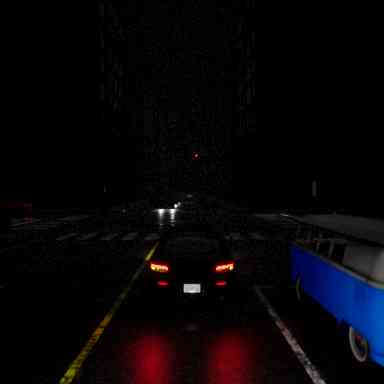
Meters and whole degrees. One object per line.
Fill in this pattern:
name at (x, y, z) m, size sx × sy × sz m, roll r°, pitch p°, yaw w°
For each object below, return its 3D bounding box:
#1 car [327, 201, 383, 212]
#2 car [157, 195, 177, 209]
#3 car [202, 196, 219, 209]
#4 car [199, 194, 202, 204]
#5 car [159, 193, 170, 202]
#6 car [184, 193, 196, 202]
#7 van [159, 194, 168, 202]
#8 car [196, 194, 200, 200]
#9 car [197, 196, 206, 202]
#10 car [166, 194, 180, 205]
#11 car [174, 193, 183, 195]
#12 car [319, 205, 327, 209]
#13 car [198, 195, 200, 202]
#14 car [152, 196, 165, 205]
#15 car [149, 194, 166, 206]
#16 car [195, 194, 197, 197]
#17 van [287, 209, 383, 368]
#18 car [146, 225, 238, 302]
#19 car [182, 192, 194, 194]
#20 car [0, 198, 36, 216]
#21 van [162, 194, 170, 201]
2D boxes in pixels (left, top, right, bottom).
car at (14.609, 1.517, 28.845) m, size 4.674 × 1.442 × 1.812 m, roll 0°, pitch 0°, yaw -3°
car at (-3.309, 1.494, 45.058) m, size 1.837 × 1.490 × 4.892 m, roll 0°, pitch 0°, yaw -2°
car at (2.655, 1.516, 44.822) m, size 1.752 × 1.417 × 4.829 m, roll 0°, pitch 0°, yaw -1°
car at (2.582, 1.428, 50.177) m, size 1.967 × 1.590 × 4.097 m, roll 0°, pitch 0°, yaw -1°
car at (-6.316, 1.279, 77.690) m, size 2.192 × 1.841 × 5.009 m, roll 0°, pitch 0°, yaw -1°
car at (-0.600, 1.561, 74.209) m, size 1.895 × 1.301 × 4.718 m, roll 0°, pitch 0°, yaw -1°
van at (-6.241, 1.312, 72.164) m, size 1.690 × 1.788 × 3.998 m, roll 0°, pitch 0°, yaw -1°
car at (2.358, 1.520, 66.755) m, size 1.887 × 1.381 × 4.507 m, roll 0°, pitch 0°, yaw -1°
car at (2.209, 1.546, 77.805) m, size 1.802 × 1.307 × 4.206 m, roll 0°, pitch 0°, yaw -1°
car at (-3.464, 1.546, 58.405) m, size 1.994 × 1.385 × 4.181 m, roll 0°, pitch 0°, yaw -1°
car at (-3.585, 1.494, 73.101) m, size 1.812 × 1.442 × 4.674 m, roll 0°, pitch 0°, yaw -1°
car at (14.424, 1.583, 32.096) m, size 4.718 × 1.301 × 1.895 m, roll 0°, pitch 0°, yaw 2°
car at (2.508, 1.535, 55.703) m, size 2.008 × 1.369 × 4.403 m, roll 0°, pitch 0°, yaw -1°
car at (-6.092, 1.531, 61.114) m, size 2.008 × 1.369 × 4.403 m, roll 0°, pitch 0°, yaw -1°
car at (-6.017, 1.299, 55.588) m, size 2.192 × 1.841 × 5.009 m, roll 0°, pitch 0°, yaw -1°
car at (2.284, 1.521, 72.279) m, size 2.008 × 1.369 × 4.403 m, roll 0°, pitch 0°, yaw -1°
van at (2.855, 1.341, 5.463) m, size 1.690 × 1.788 × 3.998 m, roll 0°, pitch 0°, yaw 0°
car at (0.001, 1.525, 8.141) m, size 1.812 × 1.442 × 4.674 m, roll 0°, pitch 0°, yaw 0°
car at (-0.734, 1.076, 84.209) m, size 2.150 × 2.045 × 5.566 m, roll 0°, pitch 0°, yaw -1°
car at (-17.522, 1.310, 31.711) m, size 4.553 × 1.767 × 2.097 m, roll 0°, pitch 0°, yaw -1°
van at (-6.388, 1.299, 83.214) m, size 1.690 × 1.788 × 3.998 m, roll 0°, pitch 0°, yaw -1°
